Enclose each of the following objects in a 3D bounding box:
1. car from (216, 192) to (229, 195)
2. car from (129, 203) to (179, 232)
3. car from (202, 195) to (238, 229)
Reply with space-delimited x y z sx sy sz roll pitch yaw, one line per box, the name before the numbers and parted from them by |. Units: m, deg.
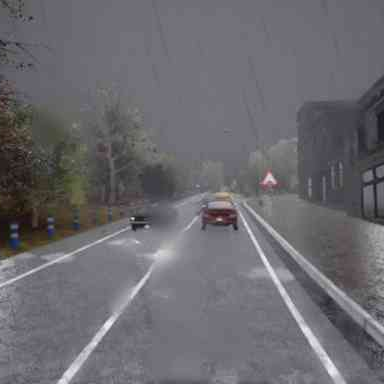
car | 3.419 0.759 37.474 1.882 1.535 5.008 0 1 6
car | -1.957 1.325 18.257 1.895 1.301 4.718 0 1 6
car | 1.606 1.169 19.126 1.882 1.535 5.008 0 1 5
